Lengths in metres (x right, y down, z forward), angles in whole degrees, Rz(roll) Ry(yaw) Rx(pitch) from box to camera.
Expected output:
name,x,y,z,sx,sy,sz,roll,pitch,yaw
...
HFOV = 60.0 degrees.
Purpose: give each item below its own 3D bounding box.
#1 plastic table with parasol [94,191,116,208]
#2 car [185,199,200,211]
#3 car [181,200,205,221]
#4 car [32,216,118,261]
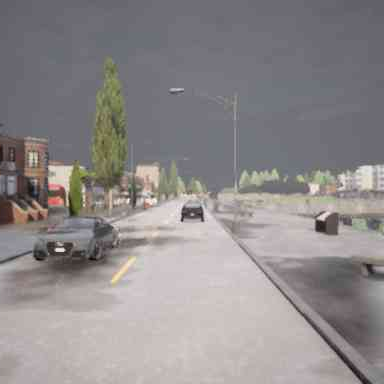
name,x,y,z,sx,sy,sz,roll,pitch,yaw
plastic table with parasol,-13.523,1.104,51.676,2.482,2.480,2.482,0,0,-40
car,0.101,1.729,44.875,1.994,1.385,4.181,0,0,0
car,0.056,1.581,28.126,1.882,1.535,5.008,0,0,1
car,-4.093,1.609,12.275,1.994,1.385,4.181,0,0,0
